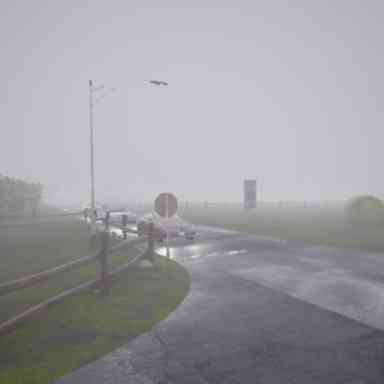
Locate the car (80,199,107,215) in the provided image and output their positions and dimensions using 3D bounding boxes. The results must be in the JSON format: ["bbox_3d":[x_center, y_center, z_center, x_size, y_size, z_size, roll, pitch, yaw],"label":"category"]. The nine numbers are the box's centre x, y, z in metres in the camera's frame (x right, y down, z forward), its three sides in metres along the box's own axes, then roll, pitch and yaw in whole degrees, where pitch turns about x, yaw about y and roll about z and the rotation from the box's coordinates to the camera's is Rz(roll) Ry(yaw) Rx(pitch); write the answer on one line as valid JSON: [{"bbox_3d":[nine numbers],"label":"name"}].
[{"bbox_3d":[-11.472,1.834,37.898,1.882,1.535,5.008,-1,0,-26],"label":"car"}]

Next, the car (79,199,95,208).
[{"bbox_3d":[-19.181,2.063,60.443,2.033,1.411,5.357,-1,0,-26],"label":"car"}]

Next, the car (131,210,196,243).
[{"bbox_3d":[-1.480,1.670,17.324,1.812,1.442,4.674,-1,0,-26],"label":"car"}]

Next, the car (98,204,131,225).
[{"bbox_3d":[-5.845,1.839,26.313,1.895,1.301,4.718,-1,0,-26],"label":"car"}]
